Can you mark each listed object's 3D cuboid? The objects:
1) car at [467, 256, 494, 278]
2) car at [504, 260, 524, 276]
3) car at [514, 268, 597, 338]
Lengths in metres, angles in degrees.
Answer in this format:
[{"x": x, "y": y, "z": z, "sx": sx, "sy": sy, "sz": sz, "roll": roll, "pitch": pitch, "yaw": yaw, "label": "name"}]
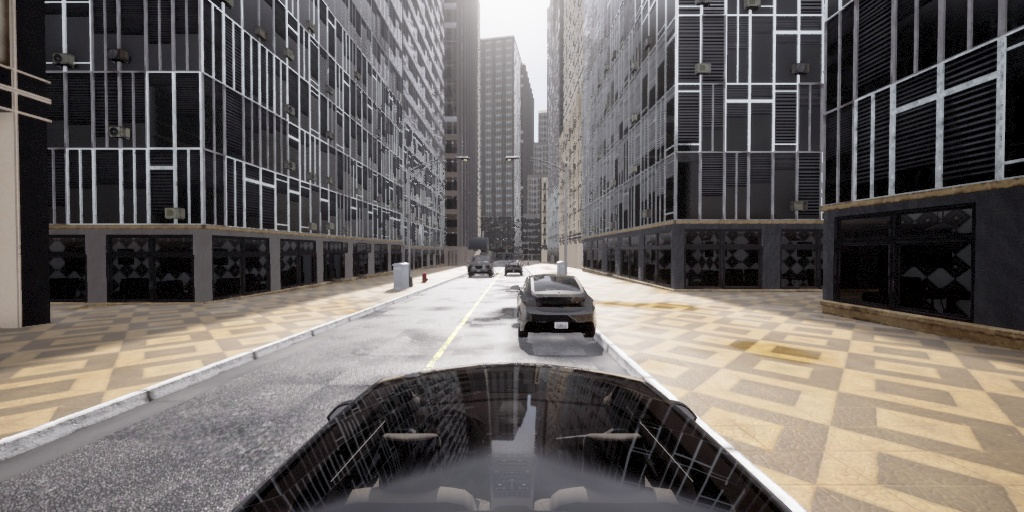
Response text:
[{"x": -2.911, "y": 0.977, "z": 34.184, "sx": 2.150, "sy": 2.045, "sz": 5.566, "roll": 0, "pitch": 0, "yaw": 0, "label": "car"}, {"x": 0.172, "y": 1.263, "z": 37.860, "sx": 1.837, "sy": 1.490, "sz": 4.892, "roll": 0, "pitch": 0, "yaw": 0, "label": "car"}, {"x": 1.073, "y": 1.255, "z": 10.183, "sx": 1.837, "sy": 1.490, "sz": 4.892, "roll": 0, "pitch": 0, "yaw": 0, "label": "car"}]
